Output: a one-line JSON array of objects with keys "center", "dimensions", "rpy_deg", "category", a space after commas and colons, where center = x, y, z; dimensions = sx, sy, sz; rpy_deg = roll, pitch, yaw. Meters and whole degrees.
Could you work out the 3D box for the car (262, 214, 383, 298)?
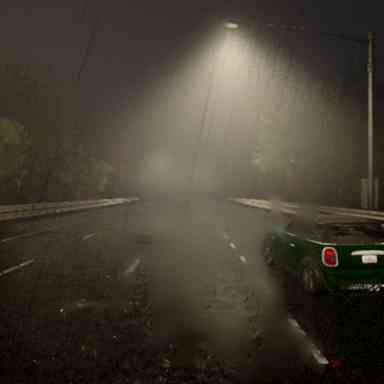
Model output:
[{"center": [3.423, 1.359, 8.792], "dimensions": [2.097, 1.767, 4.553], "rpy_deg": [0, 0, -4], "category": "car"}]
